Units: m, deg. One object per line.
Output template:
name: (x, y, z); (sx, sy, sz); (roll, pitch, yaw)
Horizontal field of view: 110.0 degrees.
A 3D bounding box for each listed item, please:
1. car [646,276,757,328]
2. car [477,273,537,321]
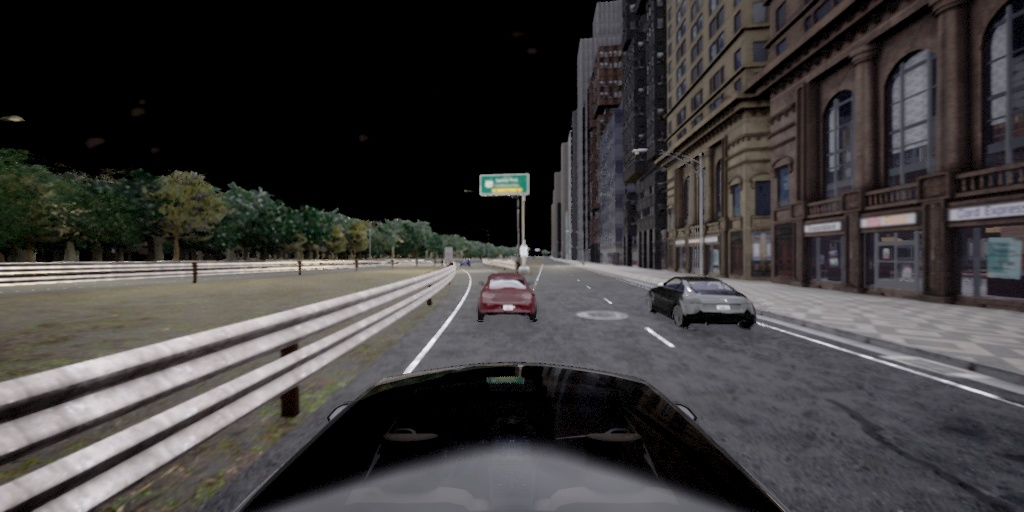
car: (5.736, 1.327, 11.413); (1.994, 1.385, 4.181); (0, 0, 5)
car: (-0.204, 1.306, 12.468); (1.812, 1.442, 4.674); (1, 0, -2)
